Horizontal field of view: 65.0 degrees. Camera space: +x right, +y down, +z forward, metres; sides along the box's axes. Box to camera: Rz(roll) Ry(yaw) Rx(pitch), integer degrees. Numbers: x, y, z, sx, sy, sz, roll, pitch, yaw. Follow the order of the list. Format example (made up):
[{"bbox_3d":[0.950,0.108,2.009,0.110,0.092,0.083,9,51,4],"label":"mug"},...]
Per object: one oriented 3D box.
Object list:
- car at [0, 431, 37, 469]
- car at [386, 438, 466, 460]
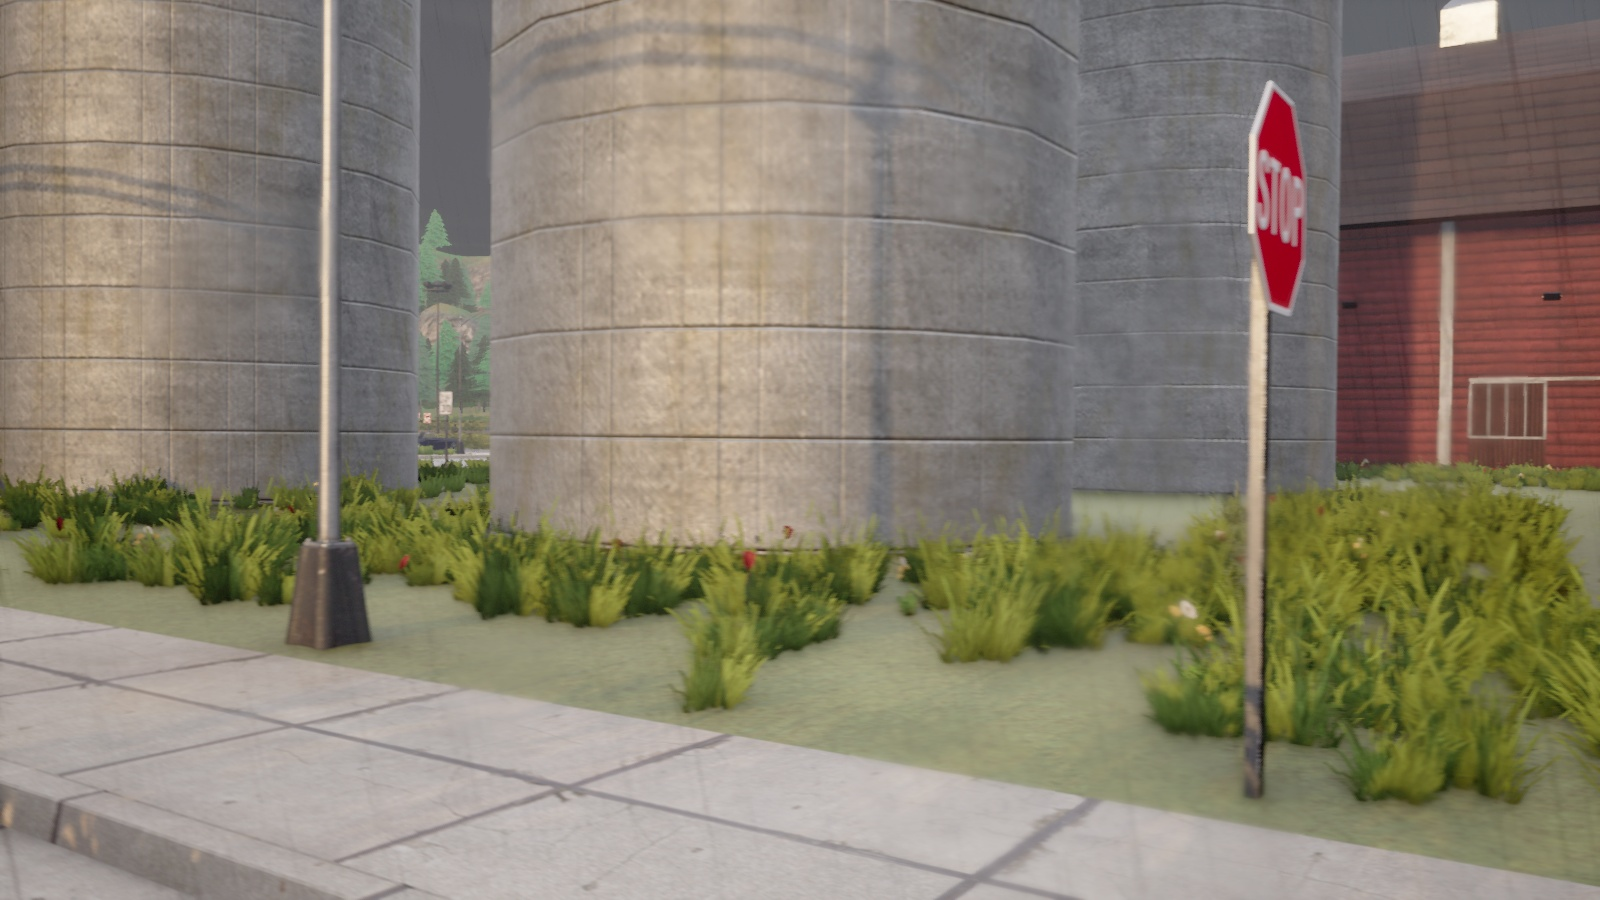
[{"bbox_3d":[-41.868,-0.010,65.015,3.866,1.878,1.905,0,1,15],"label":"car"},{"bbox_3d":[-23.772,-0.070,80.000,1.895,1.301,4.718,0,1,33],"label":"car"}]
